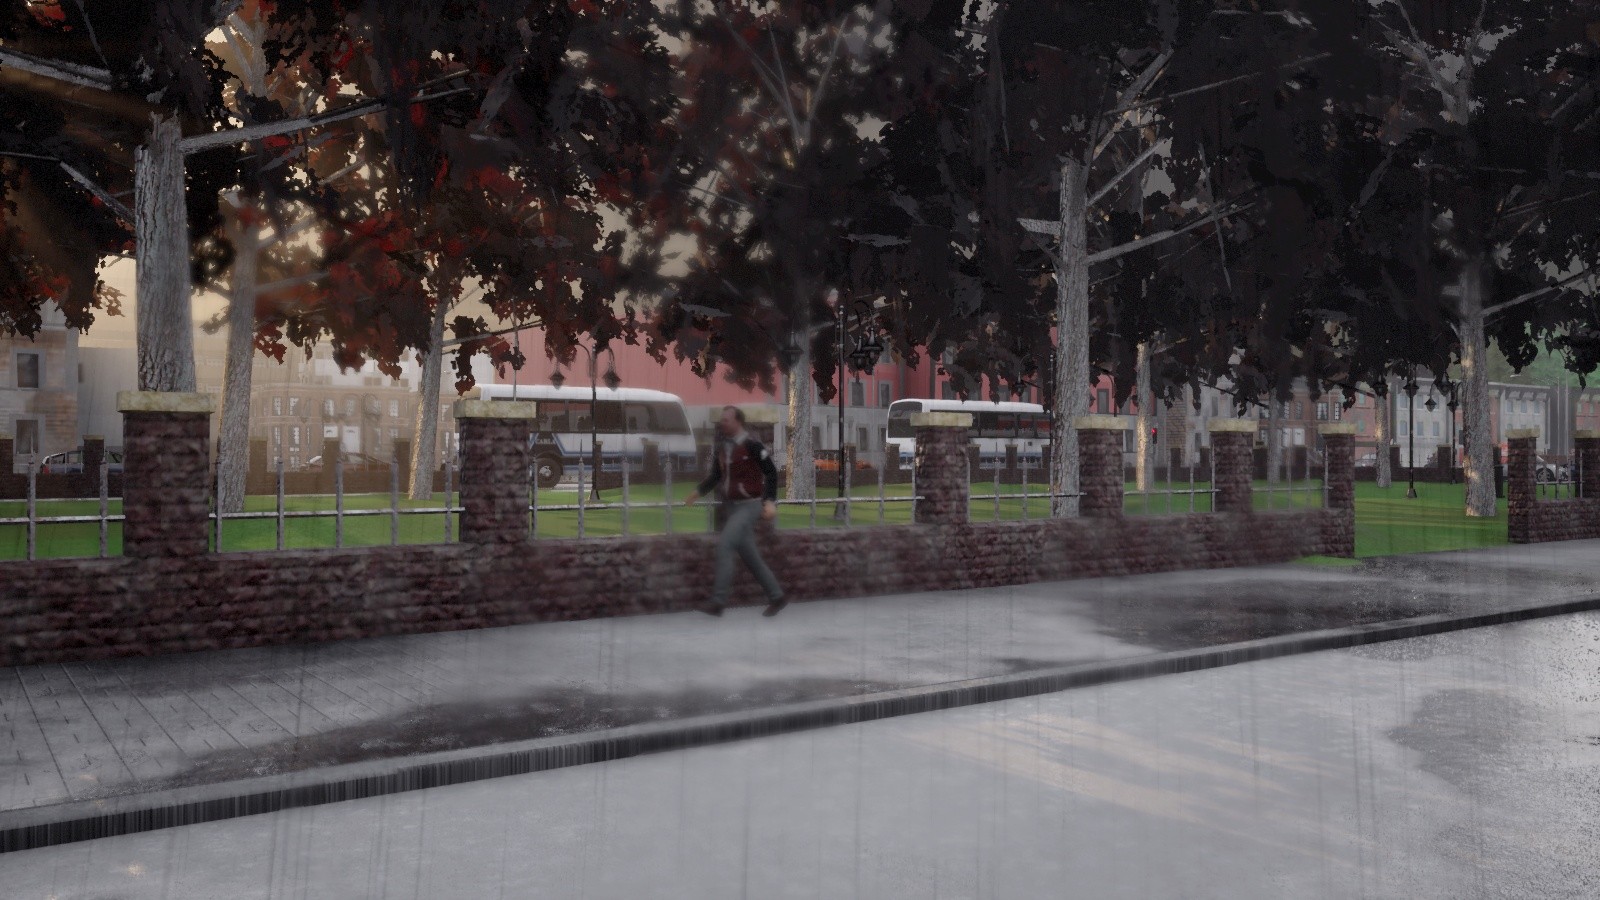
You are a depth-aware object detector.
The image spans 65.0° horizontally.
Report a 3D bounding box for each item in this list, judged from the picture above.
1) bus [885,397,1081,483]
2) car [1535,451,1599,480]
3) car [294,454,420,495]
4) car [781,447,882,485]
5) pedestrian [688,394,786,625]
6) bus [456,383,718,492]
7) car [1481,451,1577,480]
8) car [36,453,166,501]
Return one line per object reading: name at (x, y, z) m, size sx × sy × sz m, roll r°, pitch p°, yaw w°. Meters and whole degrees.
bus at (9.780, -0.490, 66.470) m, size 10.273 × 4.253 × 3.944 m, roll 0°, pitch 0°, yaw -34°
car at (41.646, 0.818, 65.962) m, size 2.163 × 1.488 × 4.792 m, roll 0°, pitch 0°, yaw -35°
car at (-16.821, 0.911, 47.789) m, size 4.193 × 1.474 × 1.816 m, roll 0°, pitch 0°, yaw -35°
car at (1.542, 0.748, 60.656) m, size 4.553 × 1.767 × 2.097 m, roll 0°, pitch 0°, yaw -35°
pedestrian at (-0.524, 0.481, 10.449) m, size 0.720 × 1.854 × 0.376 m, roll 0°, pitch 0°, yaw -35°
bus at (-8.897, -0.482, 53.337) m, size 10.273 × 4.253 × 3.944 m, roll 0°, pitch 0°, yaw -35°
car at (37.564, 0.789, 64.729) m, size 1.970 × 1.475 × 3.806 m, roll 0°, pitch 0°, yaw -37°
car at (-23.848, 0.879, 42.861) m, size 3.705 × 1.549 × 1.789 m, roll 0°, pitch 0°, yaw -35°
